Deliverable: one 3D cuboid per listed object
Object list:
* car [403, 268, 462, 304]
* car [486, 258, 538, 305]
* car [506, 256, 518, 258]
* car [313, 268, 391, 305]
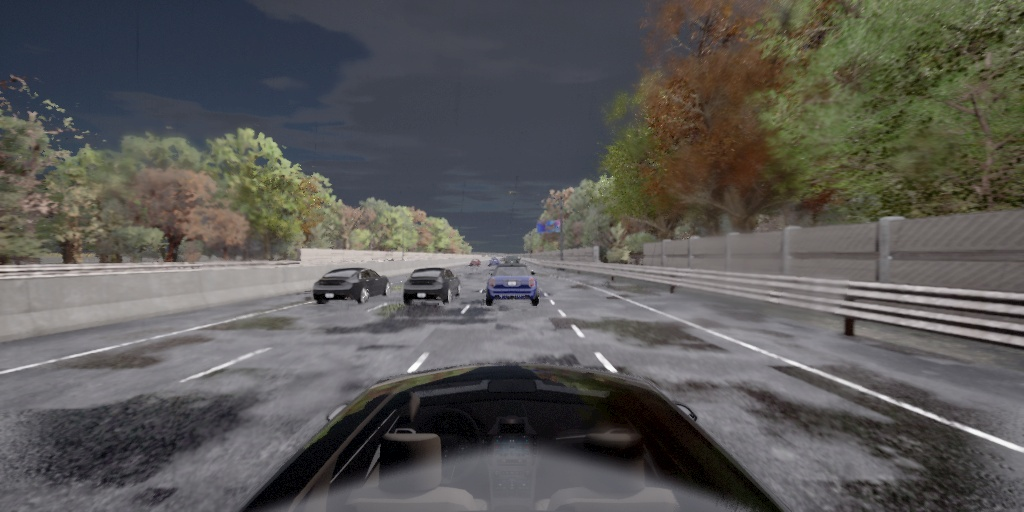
[{"bbox_3d":[-3.495,1.267,16.285,1.837,1.490,4.892,0,0,0],"label":"car"},{"bbox_3d":[0.004,1.112,16.356,2.097,1.767,4.553,0,0,0],"label":"car"},{"bbox_3d":[0.008,1.007,51.960,2.150,2.045,5.566,0,0,0],"label":"car"},{"bbox_3d":[-6.996,1.267,16.165,1.837,1.490,4.892,0,0,0],"label":"car"}]
